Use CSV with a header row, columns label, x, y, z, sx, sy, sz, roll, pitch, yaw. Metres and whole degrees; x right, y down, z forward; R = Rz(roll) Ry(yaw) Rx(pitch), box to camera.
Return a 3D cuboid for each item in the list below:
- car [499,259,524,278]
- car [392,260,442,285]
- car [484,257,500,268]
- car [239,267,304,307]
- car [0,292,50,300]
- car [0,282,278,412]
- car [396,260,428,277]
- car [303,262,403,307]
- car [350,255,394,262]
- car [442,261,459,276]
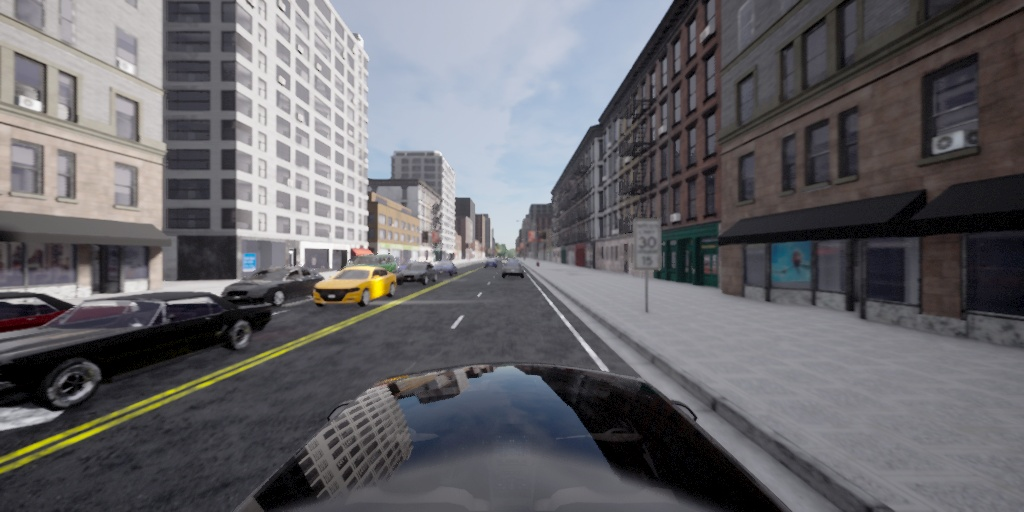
label,x,y,z,sx,sy,sz,roll,pitch,yaw
car,0.076,1.223,33.229,1.994,1.385,4.181,0,0,0
car,-6.536,1.194,25.198,1.837,1.490,4.892,0,0,0
car,-3.198,1.115,56.170,1.812,1.442,4.674,0,0,0
car,-9.842,1.227,15.267,1.837,1.490,4.892,0,0,0
car,-9.853,1.349,6.165,1.895,1.301,4.718,0,0,0
car,-6.592,1.346,6.216,1.895,1.301,4.718,0,0,0
car,-9.776,1.187,35.387,1.812,1.442,4.674,0,0,0
car,-6.589,1.196,15.608,1.882,1.535,5.008,0,0,0
car,-9.786,0.915,25.088,2.150,2.045,5.566,0,0,0
car,-6.526,1.184,35.390,1.812,1.442,4.674,0,0,0
